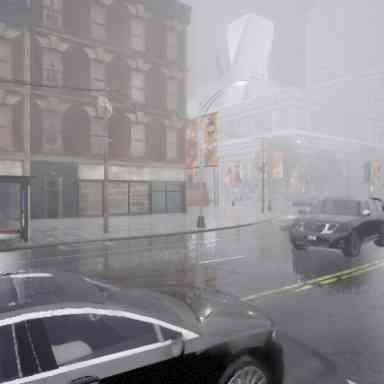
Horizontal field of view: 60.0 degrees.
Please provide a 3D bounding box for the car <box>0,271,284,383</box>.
[{"bbox_3d":[-1.251,1.493,2.855,4.902,1.511,2.128,0,0,-36],"label":"car"}]

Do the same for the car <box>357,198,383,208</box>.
[{"bbox_3d":[26.110,1.595,47.970,1.895,1.301,4.718,0,0,-6],"label":"car"}]

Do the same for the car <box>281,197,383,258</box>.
[{"bbox_3d":[6.067,1.222,13.313,5.566,2.045,2.150,0,0,-45],"label":"car"}]

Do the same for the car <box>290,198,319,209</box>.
[{"bbox_3d":[15.722,1.564,46.640,1.994,1.385,4.181,0,0,-11],"label":"car"}]

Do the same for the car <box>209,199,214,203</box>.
[{"bbox_3d":[2.424,1.601,67.578,1.895,1.301,4.718,0,0,-35],"label":"car"}]

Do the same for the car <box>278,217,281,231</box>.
[{"bbox_3d":[6.645,1.601,19.183,1.895,1.301,4.718,0,0,37],"label":"car"}]
